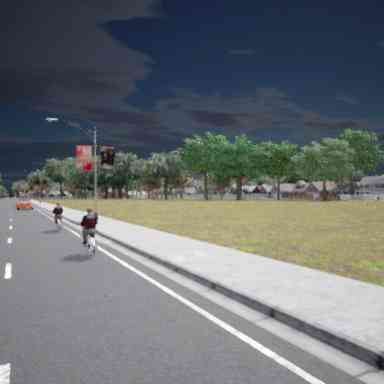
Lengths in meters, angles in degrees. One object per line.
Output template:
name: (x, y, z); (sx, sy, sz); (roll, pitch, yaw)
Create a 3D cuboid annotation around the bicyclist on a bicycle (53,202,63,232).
bicyclist on a bicycle: (-8.131, 1.505, 20.160); (0.659, 1.776, 1.843); (0, 0, -28)

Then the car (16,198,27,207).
car: (-33.483, 2.016, 65.186); (1.837, 1.490, 4.892); (0, 0, -28)

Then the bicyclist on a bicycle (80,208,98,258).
bicyclist on a bicycle: (-3.756, 1.444, 12.067); (0.659, 1.776, 1.843); (0, 0, -28)

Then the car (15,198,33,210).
car: (-25.705, 1.741, 51.007); (2.097, 1.767, 4.553); (0, 0, -28)
